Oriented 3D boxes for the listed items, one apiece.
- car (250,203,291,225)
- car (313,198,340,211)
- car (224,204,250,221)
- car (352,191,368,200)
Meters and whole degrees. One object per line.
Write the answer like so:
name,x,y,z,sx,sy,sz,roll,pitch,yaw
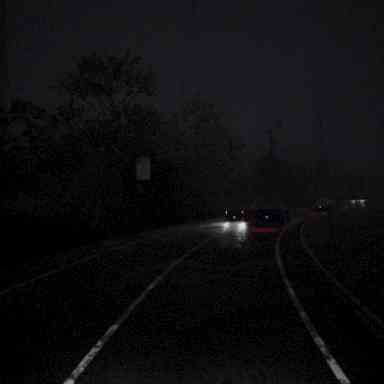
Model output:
car,5.966,1.503,24.295,1.882,1.535,5.008,-2,-1,24
car,16.061,1.396,39.748,1.812,1.442,4.674,-4,-2,39
car,4.511,1.757,29.229,1.895,1.301,4.718,-3,-1,29
car,30.777,0.612,60.624,1.812,1.442,4.674,-5,-1,44
